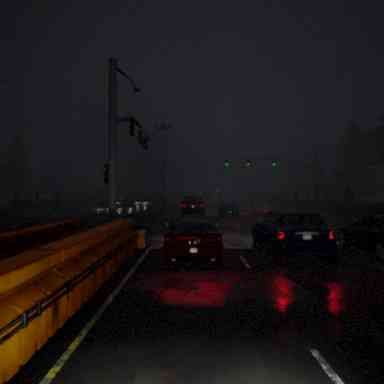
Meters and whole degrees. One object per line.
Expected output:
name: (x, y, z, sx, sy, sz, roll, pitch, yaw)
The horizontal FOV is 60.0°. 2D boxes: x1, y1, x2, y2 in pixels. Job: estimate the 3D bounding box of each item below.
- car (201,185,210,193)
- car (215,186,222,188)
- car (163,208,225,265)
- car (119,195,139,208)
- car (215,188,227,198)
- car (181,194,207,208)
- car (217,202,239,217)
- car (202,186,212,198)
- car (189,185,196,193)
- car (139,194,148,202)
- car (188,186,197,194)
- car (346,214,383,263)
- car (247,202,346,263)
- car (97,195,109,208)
car: (3.622, -0.785, 88.440, 2.128, 1.511, 4.902, 0, 7, 0)
car: (7.122, -0.785, 88.421, 2.128, 1.511, 4.902, 0, 7, 0)
car: (0.005, 1.557, 12.085, 1.882, 1.535, 5.008, 0, 0, -1)
car: (-10.565, 1.807, 54.626, 1.882, 1.535, 5.008, 0, 0, 0)
car: (7.070, 0.476, 78.814, 1.994, 1.385, 4.181, 0, 6, 0)
car: (0.089, 1.435, 32.683, 2.150, 2.045, 5.566, 0, 0, 0)
car: (3.588, 1.711, 33.597, 2.128, 1.511, 4.902, 0, 0, 0)
car: (3.566, 0.227, 77.997, 2.150, 2.045, 5.566, 0, 6, 0)
car: (0.122, -0.832, 88.453, 1.882, 1.535, 5.008, 0, 7, 0)
car: (-10.474, 1.219, 70.516, 1.812, 1.442, 4.674, 0, 4, 0)
car: (0.068, 0.323, 78.384, 2.097, 1.767, 4.553, 0, 6, 0)
car: (7.084, 1.585, 12.259, 1.837, 1.490, 4.892, 0, 0, 0)
car: (3.583, 1.434, 12.444, 2.097, 1.767, 4.553, 0, 0, 0)
car: (-14.060, 1.547, 55.350, 2.150, 2.045, 5.566, 0, 0, 0)
